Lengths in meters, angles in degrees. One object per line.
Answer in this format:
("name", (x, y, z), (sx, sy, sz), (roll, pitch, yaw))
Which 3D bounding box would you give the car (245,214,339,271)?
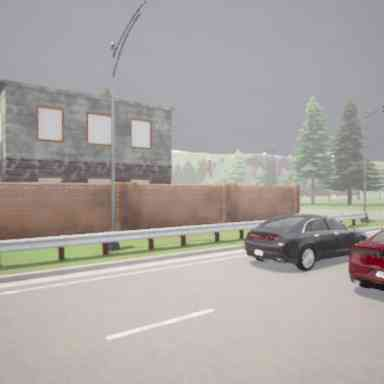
("car", (3.889, 1.477, 10.863), (4.892, 1.490, 1.837), (0, 0, -35))

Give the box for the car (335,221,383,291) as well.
("car", (5.746, 1.450, 7.892), (5.008, 1.535, 1.882), (0, 0, -35))
